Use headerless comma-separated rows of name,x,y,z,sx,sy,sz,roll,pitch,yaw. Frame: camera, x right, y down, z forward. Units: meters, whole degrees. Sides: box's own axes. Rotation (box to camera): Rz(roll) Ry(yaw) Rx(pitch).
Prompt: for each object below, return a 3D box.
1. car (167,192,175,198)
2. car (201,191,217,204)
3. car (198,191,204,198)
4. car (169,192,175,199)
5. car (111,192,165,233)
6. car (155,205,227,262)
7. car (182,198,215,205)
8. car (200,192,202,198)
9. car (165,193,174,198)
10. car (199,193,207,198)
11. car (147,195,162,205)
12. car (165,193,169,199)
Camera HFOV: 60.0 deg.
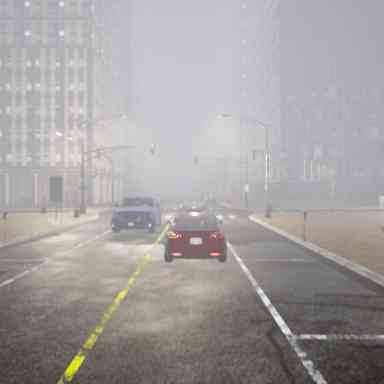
car,-5.652,0.820,91.299,2.008,1.369,4.403,0,1,0
car,2.843,1.066,51.565,1.967,1.590,4.097,0,0,0
car,2.723,0.743,74.264,2.192,1.841,5.009,0,1,0
car,-5.657,0.921,79.949,1.887,1.381,4.507,0,1,0
car,-2.993,1.189,18.999,2.150,2.045,5.566,0,0,0
car,0.104,1.425,11.815,2.163,1.488,4.792,0,0,0
car,0.100,1.355,21.809,2.163,1.488,4.792,0,0,0
car,2.814,1.129,57.244,2.008,1.369,4.403,0,0,0
car,-5.655,0.874,85.624,2.008,1.369,4.403,0,1,0
car,2.726,0.868,85.615,1.887,1.381,4.507,0,1,0
car,-5.797,1.153,51.400,1.752,1.417,4.829,0,0,0
car,-5.764,0.893,57.246,2.192,1.841,5.009,0,0,0
